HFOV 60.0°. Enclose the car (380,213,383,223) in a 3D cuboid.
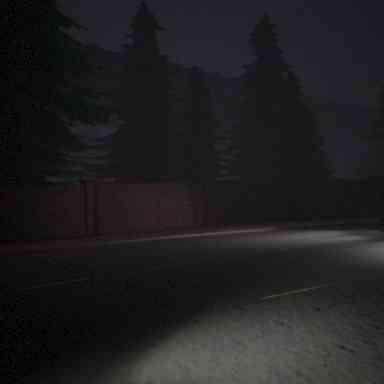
[{"bbox_3d":[11.101,1.117,14.894,4.718,1.301,1.895,-1,1,-7],"label":"car"}]
